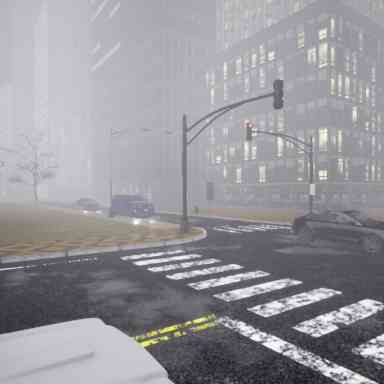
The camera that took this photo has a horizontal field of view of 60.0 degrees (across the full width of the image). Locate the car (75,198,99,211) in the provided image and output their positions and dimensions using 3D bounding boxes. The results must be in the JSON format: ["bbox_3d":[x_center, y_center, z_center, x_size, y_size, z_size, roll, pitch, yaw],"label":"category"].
[{"bbox_3d":[-13.287,1.482,42.039,1.882,1.535,5.008,0,1,-35],"label":"car"}]

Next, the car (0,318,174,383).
[{"bbox_3d":[-2.297,1.601,1.804,4.718,1.301,1.895,0,0,-36],"label":"car"}]

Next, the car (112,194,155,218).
[{"bbox_3d":[-5.612,1.228,31.140,2.150,2.045,5.566,0,0,-36],"label":"car"}]

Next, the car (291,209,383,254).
[{"bbox_3d":[6.435,1.497,13.762,2.128,1.511,4.902,0,0,-33],"label":"car"}]
